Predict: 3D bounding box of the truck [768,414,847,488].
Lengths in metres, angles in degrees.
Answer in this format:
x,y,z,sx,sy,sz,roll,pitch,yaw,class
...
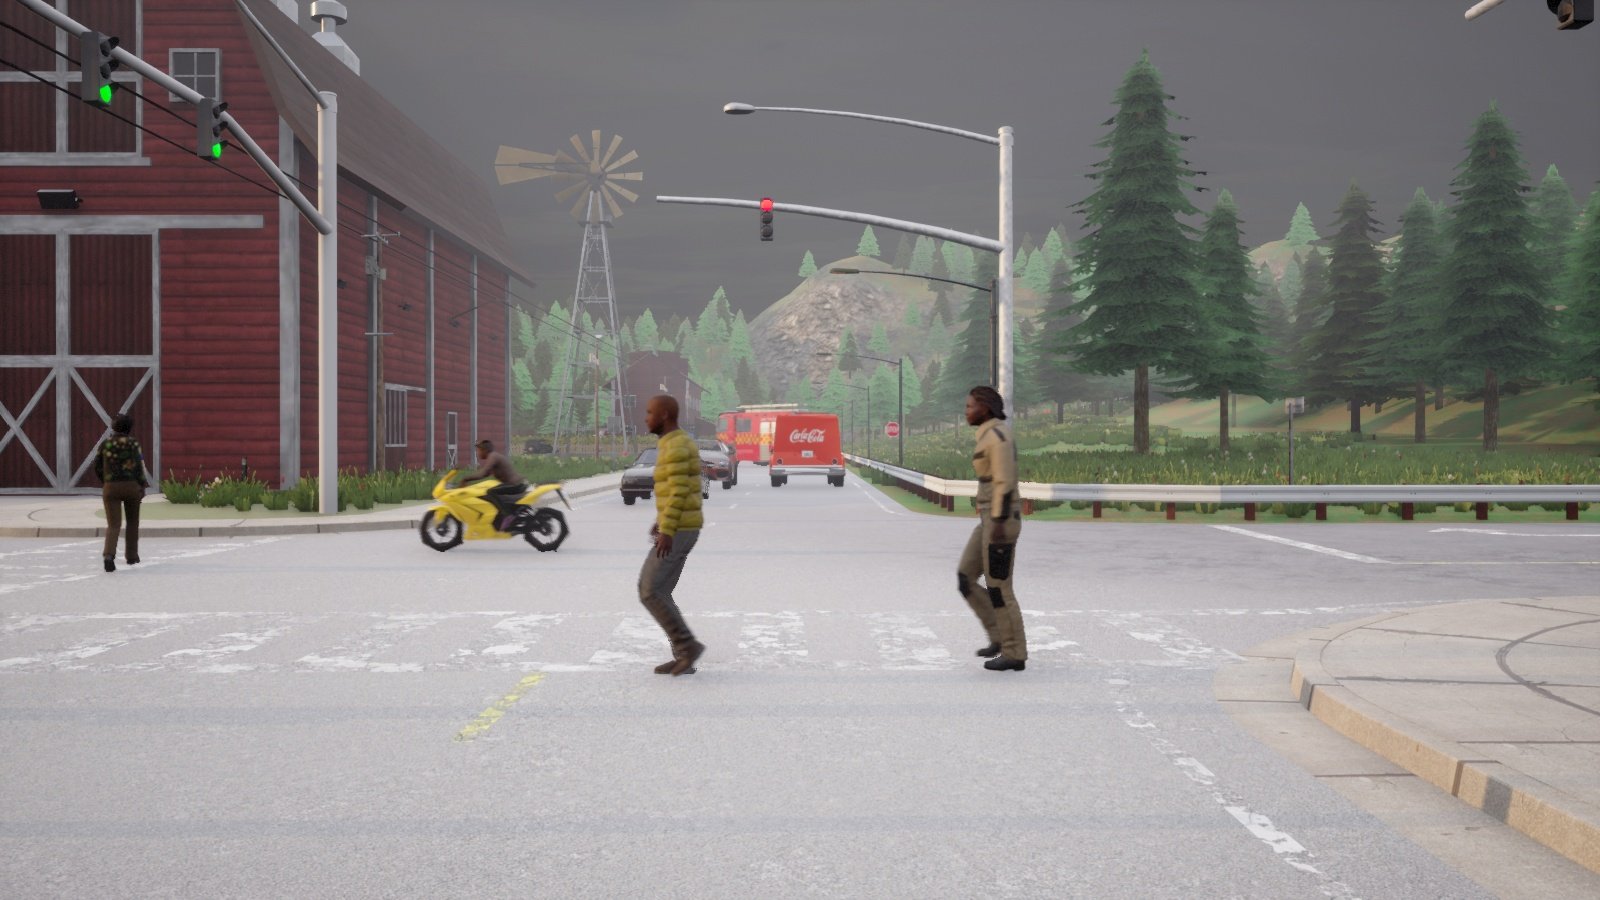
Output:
x,y,z,sx,sy,sz,roll,pitch,yaw,class
0.261,0.009,44.380,2.627,2.467,5.204,0,0,0,truck

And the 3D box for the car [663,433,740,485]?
x,y,z,sx,sy,sz,roll,pitch,yaw,class
-3.251,0.283,42.350,2.152,1.651,5.027,0,0,0,car

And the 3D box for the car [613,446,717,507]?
x,y,z,sx,sy,sz,roll,pitch,yaw,class
-3.308,0.611,31.870,2.033,1.411,5.357,0,0,0,car

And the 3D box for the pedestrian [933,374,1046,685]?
x,y,z,sx,sy,sz,roll,pitch,yaw,class
1.222,0.493,8.064,0.692,1.930,0.396,0,0,12,pedestrian

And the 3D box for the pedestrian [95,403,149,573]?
x,y,z,sx,sy,sz,roll,pitch,yaw,class
-7.921,0.432,14.691,0.395,1.930,0.692,0,0,-14,pedestrian

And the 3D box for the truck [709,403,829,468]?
x,y,z,sx,sy,sz,roll,pitch,yaw,class
-2.048,-0.859,77.815,2.891,3.827,8.468,0,0,-39,truck

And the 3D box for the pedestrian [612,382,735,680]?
x,y,z,sx,sy,sz,roll,pitch,yaw,class
-0.790,0.496,7.918,0.726,1.835,0.370,0,0,2,pedestrian

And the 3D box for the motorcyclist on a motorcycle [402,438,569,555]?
x,y,z,sx,sy,sz,roll,pitch,yaw,class
-4.189,0.611,16.847,2.044,1.523,0.797,0,0,-1,motorcyclist on a motorcycle
